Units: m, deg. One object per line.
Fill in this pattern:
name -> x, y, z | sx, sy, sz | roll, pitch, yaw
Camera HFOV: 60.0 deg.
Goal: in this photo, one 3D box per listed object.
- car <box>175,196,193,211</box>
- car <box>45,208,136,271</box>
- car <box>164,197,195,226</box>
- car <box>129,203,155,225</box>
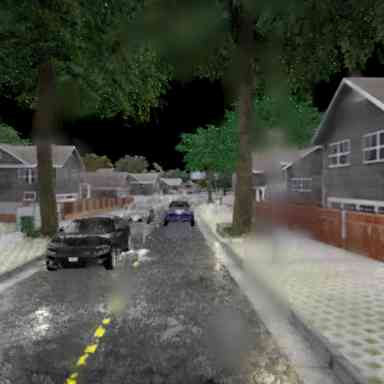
car -> -0.952, 1.479, 42.580 | 2.097, 1.767, 4.553 | 0, 0, 1
car -> -3.241, 1.514, 11.249 | 1.882, 1.535, 5.008 | 0, 0, -3
car -> -0.905, 1.411, 24.355 | 2.097, 1.767, 4.553 | 0, 0, -1
car -> -3.814, 1.561, 24.656 | 2.128, 1.511, 4.902 | 0, 0, -1
